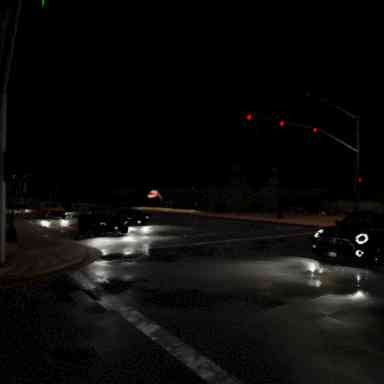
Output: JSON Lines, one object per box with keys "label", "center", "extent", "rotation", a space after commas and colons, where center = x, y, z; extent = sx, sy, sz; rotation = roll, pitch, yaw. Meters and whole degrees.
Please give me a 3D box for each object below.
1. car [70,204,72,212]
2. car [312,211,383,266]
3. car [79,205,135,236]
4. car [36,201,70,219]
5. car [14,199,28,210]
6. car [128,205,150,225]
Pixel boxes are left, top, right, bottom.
{"label": "car", "center": [-16.953, 1.836, 42.866], "extent": [2.033, 1.411, 5.357], "rotation": [1, -1, -34]}
{"label": "car", "center": [6.537, 1.493, 12.214], "extent": [4.553, 1.767, 2.097], "rotation": [1, -1, -33]}
{"label": "car", "center": [-5.387, 1.672, 19.844], "extent": [1.812, 1.442, 4.674], "rotation": [1, -1, -34]}
{"label": "car", "center": [-13.470, 1.685, 31.586], "extent": [1.882, 1.535, 5.008], "rotation": [1, -1, -34]}
{"label": "car", "center": [-25.716, 1.779, 49.585], "extent": [1.882, 1.535, 5.008], "rotation": [1, -1, -34]}
{"label": "car", "center": [-5.236, 1.747, 25.771], "extent": [2.033, 1.411, 5.357], "rotation": [1, -1, -34]}
